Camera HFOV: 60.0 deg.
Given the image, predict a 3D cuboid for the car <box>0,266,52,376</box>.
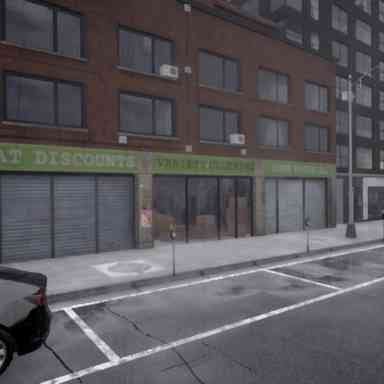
[{"bbox_3d":[-3.903,1.566,3.760,4.313,1.339,1.947,0,-1,-35],"label":"car"}]
